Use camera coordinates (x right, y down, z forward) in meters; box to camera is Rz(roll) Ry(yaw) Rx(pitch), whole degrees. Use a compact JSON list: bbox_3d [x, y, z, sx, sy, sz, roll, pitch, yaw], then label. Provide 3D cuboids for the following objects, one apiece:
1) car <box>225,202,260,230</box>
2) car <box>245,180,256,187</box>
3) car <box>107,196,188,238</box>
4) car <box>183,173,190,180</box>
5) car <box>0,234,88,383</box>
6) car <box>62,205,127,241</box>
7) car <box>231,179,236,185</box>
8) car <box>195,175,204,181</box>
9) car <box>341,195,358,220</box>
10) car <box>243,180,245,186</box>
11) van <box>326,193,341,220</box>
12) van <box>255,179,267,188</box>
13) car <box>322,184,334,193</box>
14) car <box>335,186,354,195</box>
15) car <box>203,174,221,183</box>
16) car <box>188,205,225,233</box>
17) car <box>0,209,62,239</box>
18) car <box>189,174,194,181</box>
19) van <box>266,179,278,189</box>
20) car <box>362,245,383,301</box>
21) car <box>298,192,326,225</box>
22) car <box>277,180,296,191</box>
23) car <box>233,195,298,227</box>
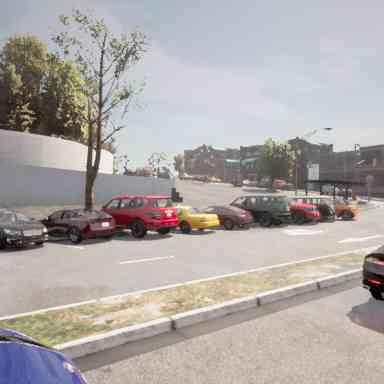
[{"bbox_3d":[1.598,1.549,21.310,4.674,1.452,2.002,-1,-1,35],"label":"car"},{"bbox_3d":[14.434,-1.811,74.103,1.946,1.575,5.366,7,3,35],"label":"car"},{"bbox_3d":[-3.330,1.248,17.857,5.566,2.045,2.435,-1,-1,35],"label":"car"},{"bbox_3d":[0.388,-4.084,93.597,2.185,1.767,4.553,4,1,33],"label":"car"},{"bbox_3d":[-2.585,1.352,1.287,4.553,1.767,2.097,0,0,-35],"label":"car"},{"bbox_3d":[-5.775,1.525,16.113,4.792,1.488,2.163,-1,-1,35],"label":"car"},{"bbox_3d":[10.862,-2.316,78.887,2.002,1.452,4.674,7,3,35],"label":"car"},{"bbox_3d":[3.910,-3.697,88.660,2.435,2.045,5.566,7,3,34],"label":"car"},{"bbox_3d":[11.489,1.404,28.188,4.553,1.767,2.185,-1,-1,35],"label":"car"},{"bbox_3d":[12.603,-2.042,76.424,2.002,1.452,4.674,7,4,35],"label":"car"},{"bbox_3d":[9.080,1.297,26.439,4.442,1.987,1.878,-1,-1,35],"label":"van"},{"bbox_3d":[16.007,-1.763,71.371,1.878,1.987,4.442,7,4,35],"label":"van"},{"bbox_3d":[24.701,-0.425,59.148,2.435,2.045,5.566,7,3,35],"label":"car"},{"bbox_3d":[26.391,0.137,56.675,2.002,1.452,4.674,7,3,35],"label":"car"},{"bbox_3d":[5.760,-3.175,86.399,1.946,1.575,5.366,7,3,34],"label":"car"},{"bbox_3d":[-1.009,1.503,19.683,5.366,1.575,1.946,-1,-1,35],"label":"car"},{"bbox_3d":[-8.196,1.494,14.367,4.892,1.521,2.231,-1,-1,35],"label":"car"},{"bbox_3d":[2.117,-3.849,91.126,2.185,1.767,4.553,6,3,34],"label":"car"},{"bbox_3d":[17.735,-1.490,68.899,1.878,1.987,4.442,7,4,35],"label":"van"},{"bbox_3d":[5.552,1.501,7.082,4.902,1.511,2.128,0,0,-35],"label":"car"},{"bbox_3d":[6.540,1.268,24.770,5.566,2.045,2.435,-1,-1,35],"label":"car"},{"bbox_3d":[19.494,-0.991,66.536,2.231,1.521,4.892,7,3,35],"label":"car"},{"bbox_3d":[4.026,1.263,23.066,5.566,2.045,2.435,-1,-1,35],"label":"car"}]
